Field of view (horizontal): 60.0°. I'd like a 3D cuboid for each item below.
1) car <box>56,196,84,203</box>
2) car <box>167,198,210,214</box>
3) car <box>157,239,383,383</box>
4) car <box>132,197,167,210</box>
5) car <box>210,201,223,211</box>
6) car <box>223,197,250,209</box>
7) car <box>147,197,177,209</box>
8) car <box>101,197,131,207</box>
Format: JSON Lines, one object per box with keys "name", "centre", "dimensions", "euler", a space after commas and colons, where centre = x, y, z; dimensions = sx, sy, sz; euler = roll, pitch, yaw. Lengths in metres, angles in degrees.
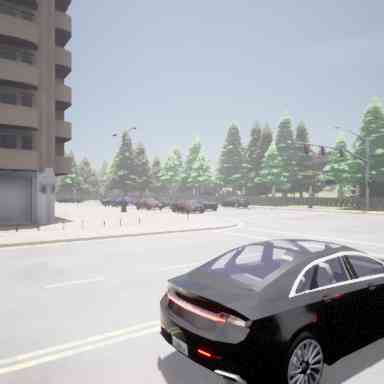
{"name": "car", "centre": [-24.030, 1.487, 65.580], "dimensions": [5.357, 1.411, 2.033], "euler": [0, 0, 15]}
{"name": "car", "centre": [-0.430, 1.504, 34.904], "dimensions": [1.994, 1.385, 4.181], "euler": [0, 0, -35]}
{"name": "car", "centre": [1.847, 1.490, 5.103], "dimensions": [4.902, 1.511, 2.128], "euler": [0, 0, -35]}
{"name": "car", "centre": [-5.467, 1.465, 42.068], "dimensions": [1.812, 1.442, 4.674], "euler": [0, 0, -36]}
{"name": "car", "centre": [1.039, 1.540, 38.946], "dimensions": [1.895, 1.301, 4.718], "euler": [0, 0, -35]}
{"name": "car", "centre": [5.662, 1.428, 44.944], "dimensions": [2.128, 1.511, 4.902], "euler": [0, 0, -35]}
{"name": "car", "centre": [-4.206, 1.444, 46.227], "dimensions": [1.837, 1.490, 4.892], "euler": [0, 0, -37]}
{"name": "car", "centre": [-11.642, 1.541, 49.934], "dimensions": [1.895, 1.301, 4.718], "euler": [0, 0, -45]}
